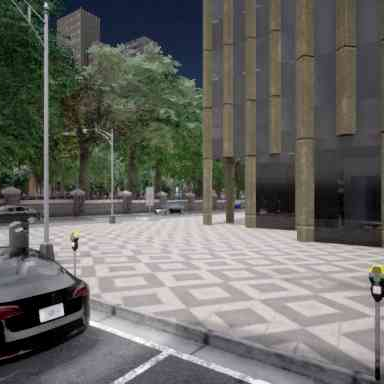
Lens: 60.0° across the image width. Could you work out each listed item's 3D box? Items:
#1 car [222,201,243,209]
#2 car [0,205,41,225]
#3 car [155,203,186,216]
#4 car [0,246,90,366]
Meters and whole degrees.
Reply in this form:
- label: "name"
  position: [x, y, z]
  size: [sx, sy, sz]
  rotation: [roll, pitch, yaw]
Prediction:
- label: "car"
  position: [6.781, 2.245, 55.151]
  size: [1.882, 1.535, 5.008]
  rotation: [0, -1, 35]
- label: "car"
  position: [-14.159, 1.797, 25.522]
  size: [1.837, 1.490, 4.892]
  rotation: [0, -1, 37]
- label: "car"
  position: [-2.667, 2.195, 41.835]
  size: [2.128, 1.511, 4.902]
  rotation: [0, -1, 35]
- label: "car"
  position: [-3.471, 1.566, 5.423]
  size: [4.313, 1.339, 1.947]
  rotation: [0, 0, 35]
